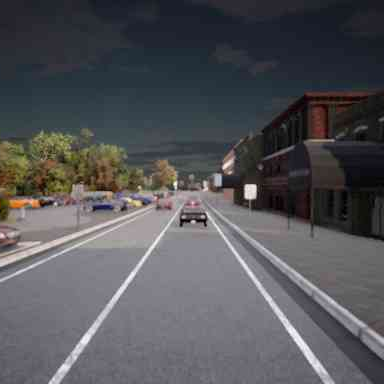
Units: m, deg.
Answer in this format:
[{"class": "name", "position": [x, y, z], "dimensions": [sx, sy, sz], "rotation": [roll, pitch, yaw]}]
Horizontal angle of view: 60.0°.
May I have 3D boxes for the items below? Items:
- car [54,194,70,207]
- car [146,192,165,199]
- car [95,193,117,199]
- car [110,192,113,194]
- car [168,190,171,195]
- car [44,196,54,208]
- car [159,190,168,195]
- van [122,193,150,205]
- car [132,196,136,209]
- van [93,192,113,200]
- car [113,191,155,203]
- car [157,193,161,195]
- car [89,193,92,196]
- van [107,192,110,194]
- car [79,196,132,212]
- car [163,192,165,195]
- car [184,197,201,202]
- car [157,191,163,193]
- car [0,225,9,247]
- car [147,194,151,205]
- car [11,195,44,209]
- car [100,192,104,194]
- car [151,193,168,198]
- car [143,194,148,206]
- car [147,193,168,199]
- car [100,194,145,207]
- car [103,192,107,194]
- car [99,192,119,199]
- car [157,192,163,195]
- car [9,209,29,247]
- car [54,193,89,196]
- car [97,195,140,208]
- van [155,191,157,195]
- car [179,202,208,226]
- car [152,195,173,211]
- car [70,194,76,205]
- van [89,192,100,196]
[{"class": "car", "position": [-21.912, 1.439, 50.694], "dimensions": [4.892, 1.521, 2.231], "rotation": [0, 0, 0]}, {"class": "car", "position": [-9.160, 0.967, 84.586], "dimensions": [4.553, 1.767, 2.185], "rotation": [0, 1, 0]}, {"class": "car", "position": [-21.703, 1.094, 84.471], "dimensions": [5.008, 1.535, 2.097], "rotation": [0, 1, 0]}, {"class": "car", "position": [-21.737, 1.188, 78.949], "dimensions": [4.892, 1.521, 2.231], "rotation": [0, 1, 0]}, {"class": "car", "position": [-8.926, 1.042, 87.411], "dimensions": [5.366, 1.575, 1.946], "rotation": [0, 1, 0]}, {"class": "car", "position": [-21.936, 1.433, 44.922], "dimensions": [5.008, 1.535, 2.097], "rotation": [0, 0, 0]}, {"class": "car", "position": [-9.190, 0.936, 78.933], "dimensions": [5.566, 2.045, 2.435], "rotation": [0, 1, 0]}, {"class": "van", "position": [-9.411, 1.218, 56.313], "dimensions": [4.442, 1.987, 1.878], "rotation": [0, 0, 0]}, {"class": "car", "position": [-9.397, 1.471, 39.358], "dimensions": [4.674, 1.452, 2.002], "rotation": [0, 0, 0]}, {"class": "van", "position": [-21.829, 0.913, 81.771], "dimensions": [4.442, 1.987, 1.878], "rotation": [0, 1, 0]}, {"class": "car", "position": [-9.283, 1.190, 53.487], "dimensions": [5.566, 2.045, 2.435], "rotation": [0, 0, 0]}, {"class": "car", "position": [-9.226, 1.419, 67.637], "dimensions": [4.674, 1.452, 2.002], "rotation": [0, 1, 0]}, {"class": "car", "position": [-21.832, 1.442, 61.875], "dimensions": [5.008, 1.535, 2.097], "rotation": [0, 0, 0]}, {"class": "van", "position": [-21.866, 1.009, 76.122], "dimensions": [4.442, 1.987, 1.878], "rotation": [0, 1, 0]}, {"class": "car", "position": [-9.440, 1.459, 36.532], "dimensions": [4.792, 1.488, 2.163], "rotation": [0, 0, 0]}, {"class": "car", "position": [-9.181, 1.276, 76.112], "dimensions": [4.674, 1.452, 2.002], "rotation": [0, 1, 0]}, {"class": "car", "position": [0.094, 1.374, 41.169], "dimensions": [2.097, 1.767, 4.553], "rotation": [0, 0, 0]}, {"class": "car", "position": [-9.226, 1.158, 73.284], "dimensions": [4.553, 1.767, 2.185], "rotation": [0, 1, 0]}, {"class": "car", "position": [-9.118, 1.554, 10.554], "dimensions": [5.366, 1.575, 1.946], "rotation": [0, 0, 0]}, {"class": "car", "position": [-9.333, 1.440, 50.661], "dimensions": [5.008, 1.535, 2.097], "rotation": [0, 0, 0]}, {"class": "car", "position": [-21.926, 1.306, 42.222], "dimensions": [4.553, 1.767, 2.185], "rotation": [0, 0, 0]}, {"class": "car", "position": [-21.815, 1.360, 70.482], "dimensions": [4.792, 1.488, 2.163], "rotation": [0, 1, 0]}, {"class": "car", "position": [-9.076, 0.989, 93.064], "dimensions": [4.674, 1.452, 2.002], "rotation": [0, 1, 0]}, {"class": "car", "position": [-9.339, 1.437, 47.836], "dimensions": [5.008, 1.535, 2.097], "rotation": [0, 0, 0]}, {"class": "car", "position": [-9.281, 0.994, 90.239], "dimensions": [5.366, 1.575, 1.946], "rotation": [0, 1, 0]}, {"class": "car", "position": [-9.547, 1.432, 45.011], "dimensions": [5.366, 1.575, 1.946], "rotation": [0, 0, 0]}, {"class": "car", "position": [-21.735, 1.159, 73.176], "dimensions": [4.553, 1.767, 2.185], "rotation": [0, 1, 0]}, {"class": "car", "position": [-21.712, 0.920, 87.292], "dimensions": [4.553, 1.767, 2.185], "rotation": [0, 1, 0]}, {"class": "car", "position": [-9.206, 1.331, 70.461], "dimensions": [5.008, 1.535, 2.097], "rotation": [0, 1, 0]}, {"class": "car", "position": [-9.310, 1.604, 13.196], "dimensions": [4.674, 1.452, 2.002], "rotation": [-1, 0, 1]}, {"class": "car", "position": [-21.827, 1.193, 59.040], "dimensions": [5.566, 2.045, 2.435], "rotation": [0, 0, 0]}, {"class": "car", "position": [-9.380, 1.474, 42.184], "dimensions": [4.674, 1.452, 2.002], "rotation": [0, 0, 0]}, {"class": "van", "position": [-9.379, 1.218, 61.844], "dimensions": [4.442, 1.987, 1.878], "rotation": [0, 0, 0]}, {"class": "car", "position": [0.093, 1.642, 23.718], "dimensions": [1.895, 1.301, 4.718], "rotation": [0, 0, 0]}, {"class": "car", "position": [-3.345, 1.500, 40.537], "dimensions": [1.882, 1.535, 5.008], "rotation": [0, 0, 0]}, {"class": "car", "position": [-21.859, 1.469, 53.392], "dimensions": [4.792, 1.488, 2.163], "rotation": [0, 0, 0]}, {"class": "van", "position": [-21.682, 1.152, 67.650], "dimensions": [4.442, 1.987, 1.878], "rotation": [0, 1, 0]}]
